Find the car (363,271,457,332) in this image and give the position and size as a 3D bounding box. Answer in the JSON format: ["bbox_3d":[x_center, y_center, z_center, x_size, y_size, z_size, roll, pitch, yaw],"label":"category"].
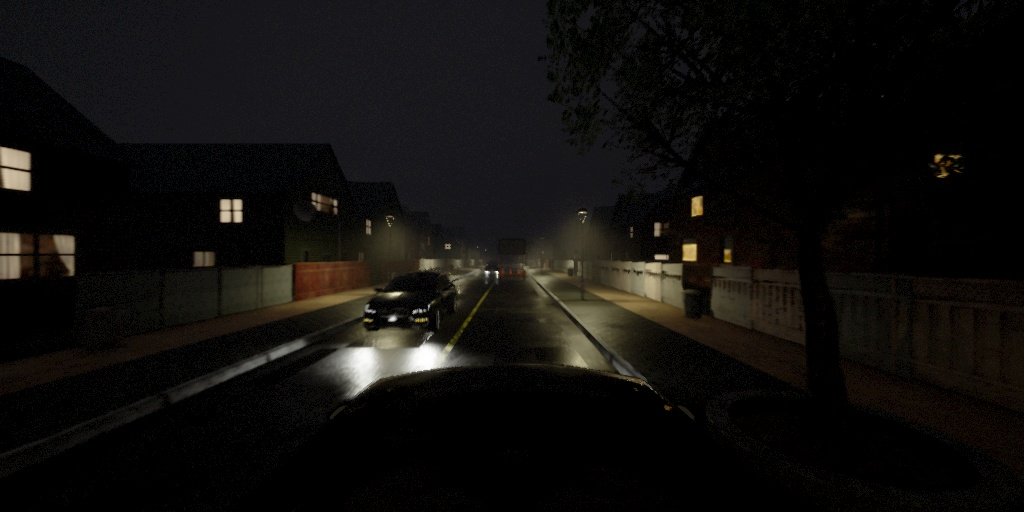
[{"bbox_3d":[-2.847,1.258,10.974,1.837,1.490,4.892,0,0,0],"label":"car"}]

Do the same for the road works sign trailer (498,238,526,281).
[{"bbox_3d":[0.010,0.260,30.586,2.380,3.560,2.880,0,0,0],"label":"road works sign trailer"}]

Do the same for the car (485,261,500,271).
[{"bbox_3d":[-2.808,1.418,52.178,1.812,1.442,4.674,0,0,0],"label":"car"}]
